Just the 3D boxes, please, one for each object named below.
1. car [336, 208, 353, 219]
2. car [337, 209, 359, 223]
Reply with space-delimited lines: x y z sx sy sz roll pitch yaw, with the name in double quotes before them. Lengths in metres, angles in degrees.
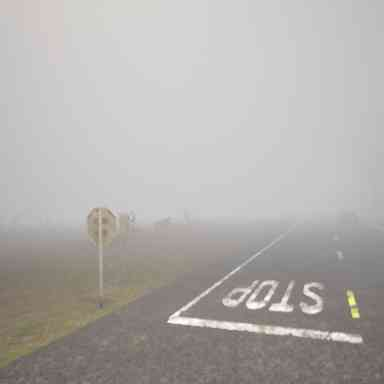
"car" 21.946 3.099 48.010 1.895 1.301 4.718 -3 -3 22
"car" 18.019 2.746 38.320 1.994 1.385 4.181 -3 -3 22
